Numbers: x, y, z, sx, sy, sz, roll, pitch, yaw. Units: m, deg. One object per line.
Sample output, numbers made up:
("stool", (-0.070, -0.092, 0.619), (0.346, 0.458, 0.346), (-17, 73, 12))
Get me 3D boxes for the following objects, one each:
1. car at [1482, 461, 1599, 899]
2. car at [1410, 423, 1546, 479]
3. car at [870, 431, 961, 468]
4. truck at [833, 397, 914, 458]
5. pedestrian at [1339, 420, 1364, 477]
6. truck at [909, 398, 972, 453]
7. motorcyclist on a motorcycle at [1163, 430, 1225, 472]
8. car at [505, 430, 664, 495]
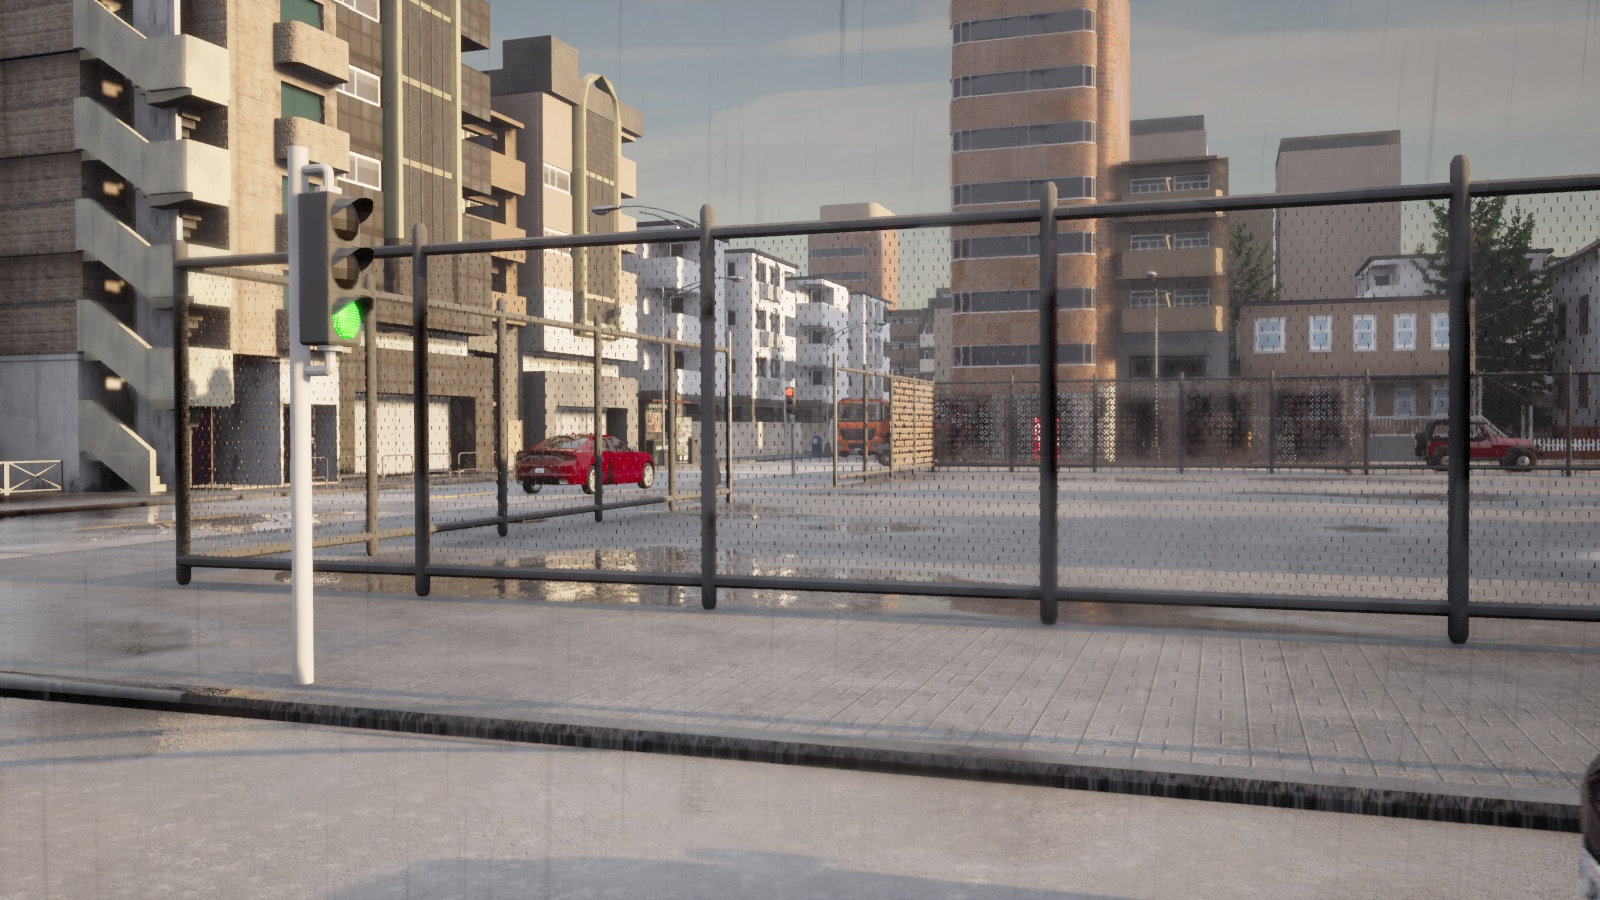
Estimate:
("car", (3.591, 0.814, 2.515), (3.633, 1.501, 1.845), (1, 1, 19))
("car", (23.479, 0.012, 43.646), (3.866, 1.878, 1.905), (1, 1, 19))
("car", (4.950, -0.034, 53.567), (3.705, 1.549, 1.789), (0, 1, 11))
("truck", (4.478, -1.336, 74.755), (2.891, 3.462, 7.936), (1, 1, 18))
("pedestrian", (18.068, -0.055, 41.149), (0.706, 1.836, 0.354), (1, 1, 19))
("truck", (10.384, -1.777, 92.244), (2.891, 3.827, 8.468), (1, 1, 18))
("motorcyclist on a motorcycle", (15.815, 0.029, 50.429), (2.350, 1.649, 0.766), (0, 1, 19))
("car", (-5.473, 0.262, 32.603), (1.882, 1.535, 5.008), (1, 1, 19))
